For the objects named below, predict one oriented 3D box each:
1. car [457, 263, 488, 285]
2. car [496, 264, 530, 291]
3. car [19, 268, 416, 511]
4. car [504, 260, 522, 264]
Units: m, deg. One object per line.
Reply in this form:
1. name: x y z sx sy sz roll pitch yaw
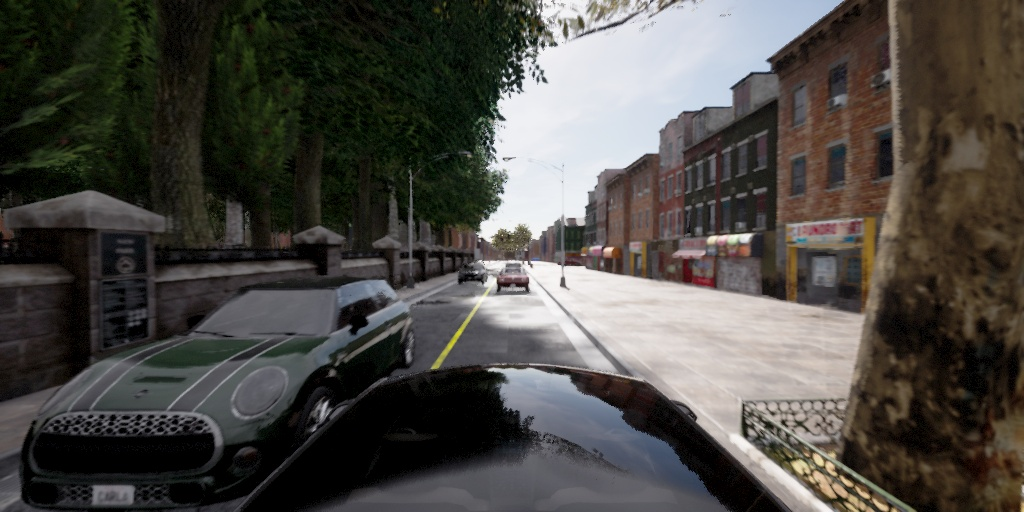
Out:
1. car: -2.800 1.246 26.335 1.837 1.490 4.892 0 -1 0
2. car: 0.070 1.341 21.901 1.895 1.301 4.718 0 0 0
3. car: -2.836 1.099 4.788 2.097 1.767 4.553 0 0 0
4. car: 0.103 1.235 43.654 2.128 1.511 4.902 0 0 0
